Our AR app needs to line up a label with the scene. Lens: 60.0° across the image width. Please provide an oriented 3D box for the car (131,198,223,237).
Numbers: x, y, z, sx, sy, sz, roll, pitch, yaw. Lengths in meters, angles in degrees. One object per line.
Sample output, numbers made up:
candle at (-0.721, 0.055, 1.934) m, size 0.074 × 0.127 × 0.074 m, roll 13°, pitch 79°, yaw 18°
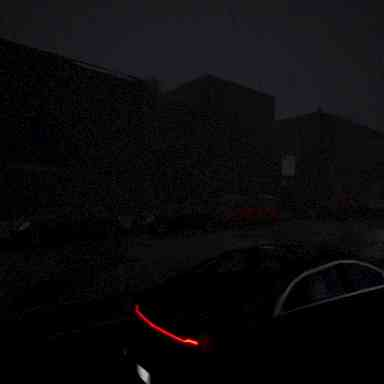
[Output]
car at (-0.936, 1.314, 17.840) m, size 4.553 × 1.767 × 2.185 m, roll 0°, pitch 0°, yaw -36°

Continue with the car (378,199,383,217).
car at (17.004, 1.425, 30.705) m, size 5.008 × 1.535 × 2.097 m, roll 0°, pitch 0°, yaw -36°

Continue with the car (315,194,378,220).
car at (12.588, 1.178, 27.538) m, size 5.566 × 2.045 × 2.435 m, roll 0°, pitch 0°, yaw -36°

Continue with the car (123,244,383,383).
car at (1.520, 1.488, 4.524) m, size 4.902 × 1.511 × 2.128 m, roll 0°, pitch 0°, yaw -36°

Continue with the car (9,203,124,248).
car at (-5.425, 1.318, 14.621) m, size 4.553 × 1.767 × 2.185 m, roll 0°, pitch 0°, yaw -36°

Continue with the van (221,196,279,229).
van at (3.435, 1.210, 20.974) m, size 4.442 × 1.987 × 1.878 m, roll 0°, pitch 0°, yaw -36°
